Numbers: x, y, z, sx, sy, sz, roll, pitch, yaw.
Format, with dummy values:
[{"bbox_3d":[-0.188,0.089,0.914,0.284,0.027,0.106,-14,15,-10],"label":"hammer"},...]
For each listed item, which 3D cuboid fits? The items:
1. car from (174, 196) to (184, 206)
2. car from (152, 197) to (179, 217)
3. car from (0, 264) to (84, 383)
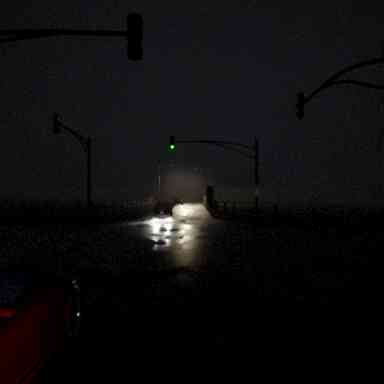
[{"bbox_3d":[-2.567,1.510,59.008,2.097,1.767,4.553,0,0,0],"label":"car"},{"bbox_3d":[-2.708,1.585,32.374,2.128,1.511,4.902,0,0,0],"label":"car"},{"bbox_3d":[-2.739,1.577,3.713,1.994,1.385,4.181,0,0,0],"label":"car"}]
